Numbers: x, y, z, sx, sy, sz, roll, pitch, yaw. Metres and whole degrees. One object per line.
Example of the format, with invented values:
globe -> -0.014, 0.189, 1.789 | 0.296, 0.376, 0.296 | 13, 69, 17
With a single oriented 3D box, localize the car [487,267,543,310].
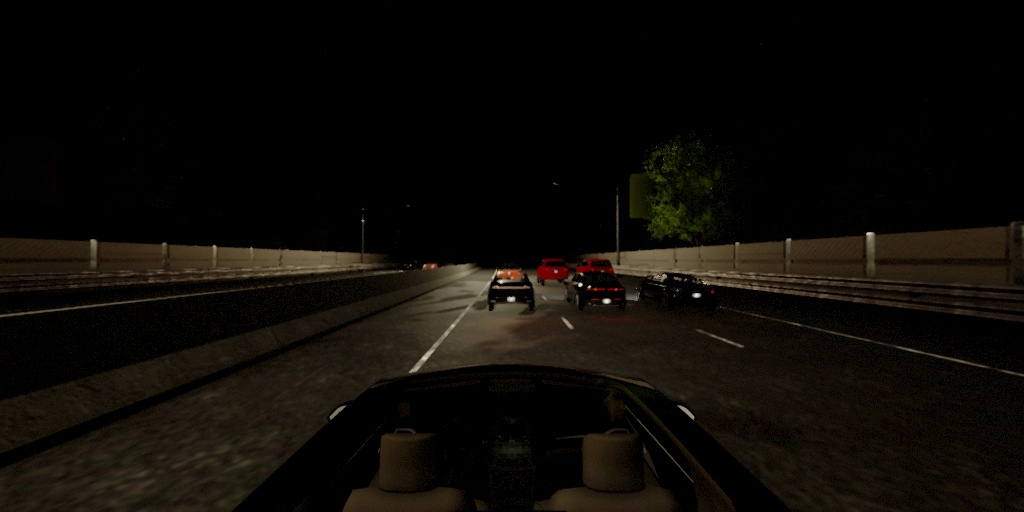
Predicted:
car -> -0.029, 1.392, 15.547 | 2.128, 1.511, 4.902 | 0, 0, 0

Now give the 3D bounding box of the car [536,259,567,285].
car -> 3.301, 1.278, 29.721 | 2.150, 2.045, 5.566 | 0, 0, -1

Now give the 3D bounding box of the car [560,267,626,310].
car -> 3.471, 1.407, 15.565 | 1.837, 1.490, 4.892 | 0, 0, 0

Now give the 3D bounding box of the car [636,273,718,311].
car -> 6.994, 1.439, 15.575 | 1.994, 1.385, 4.181 | 4, 1, 0

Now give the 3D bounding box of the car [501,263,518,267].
car -> -0.204, 1.412, 30.526 | 2.097, 1.767, 4.553 | 0, -1, 0

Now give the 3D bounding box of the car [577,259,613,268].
car -> 6.800, 1.279, 29.779 | 2.150, 2.045, 5.566 | 0, 0, -1
